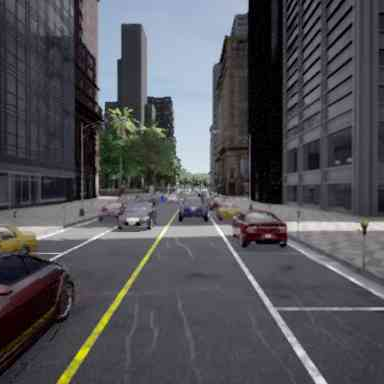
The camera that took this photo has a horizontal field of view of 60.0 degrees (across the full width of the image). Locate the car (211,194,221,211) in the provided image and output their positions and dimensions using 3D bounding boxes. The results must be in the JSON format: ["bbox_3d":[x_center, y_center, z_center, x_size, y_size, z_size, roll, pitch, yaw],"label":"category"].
[{"bbox_3d":[2.749,1.182,35.946,1.967,1.590,4.097,0,0,0],"label":"car"}]

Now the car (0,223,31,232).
[{"bbox_3d":[-5.768,1.460,8.656,1.752,1.417,4.829,0,0,0],"label":"car"}]

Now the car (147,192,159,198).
[{"bbox_3d":[-5.778,1.020,41.380,2.192,1.841,5.009,0,0,0],"label":"car"}]

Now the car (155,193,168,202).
[{"bbox_3d":[-5.783,1.002,63.085,1.967,1.590,4.097,0,0,0],"label":"car"}]

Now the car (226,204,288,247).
[{"bbox_3d":[2.756,1.439,14.248,1.887,1.381,4.507,0,0,0],"label":"car"}]

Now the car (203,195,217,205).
[{"bbox_3d":[2.746,1.184,52.222,2.008,1.369,4.403,0,0,0],"label":"car"}]

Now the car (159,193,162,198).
[{"bbox_3d":[-5.778,1.214,46.807,1.887,1.381,4.507,0,0,0],"label":"car"}]

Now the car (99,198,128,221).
[{"bbox_3d":[-5.772,1.398,25.105,1.802,1.307,4.206,0,0,0],"label":"car"}]

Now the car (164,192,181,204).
[{"bbox_3d":[-3.067,1.151,53.502,1.812,1.442,4.674,0,0,1],"label":"car"}]

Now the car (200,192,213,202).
[{"bbox_3d":[2.742,0.877,63.070,2.192,1.841,5.009,0,0,0],"label":"car"}]

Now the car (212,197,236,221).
[{"bbox_3d":[2.753,1.341,25.267,1.752,1.417,4.829,0,0,0],"label":"car"}]

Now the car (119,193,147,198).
[{"bbox_3d":[-5.775,1.094,30.528,2.192,1.841,5.009,0,0,0],"label":"car"}]

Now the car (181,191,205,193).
[{"bbox_3d":[0.088,1.076,38.491,2.097,1.767,4.553,0,0,0],"label":"car"}]

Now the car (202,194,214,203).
[{"bbox_3d":[2.744,1.122,57.817,1.752,1.417,4.829,0,0,0],"label":"car"}]

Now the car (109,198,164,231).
[{"bbox_3d":[-3.105,1.347,19.742,2.128,1.511,4.902,0,0,0],"label":"car"}]

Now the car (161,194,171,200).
[{"bbox_3d":[-5.785,1.070,73.938,1.802,1.307,4.206,0,0,0],"label":"car"}]

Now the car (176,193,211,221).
[{"bbox_3d":[0.093,1.170,25.027,2.097,1.767,4.553,0,0,0],"label":"car"}]

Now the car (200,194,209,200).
[{"bbox_3d":[2.741,1.054,73.922,1.947,1.339,4.313,0,0,0],"label":"car"}]

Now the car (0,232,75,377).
[{"bbox_3d":[-3.096,1.531,4.299,1.994,1.385,4.181,0,0,0],"label":"car"}]

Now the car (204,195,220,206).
[{"bbox_3d":[2.746,1.214,46.797,1.887,1.381,4.507,0,0,0],"label":"car"}]

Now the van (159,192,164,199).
[{"bbox_3d":[-5.782,0.939,57.658,1.690,1.788,3.998,0,0,0],"label":"van"}]
